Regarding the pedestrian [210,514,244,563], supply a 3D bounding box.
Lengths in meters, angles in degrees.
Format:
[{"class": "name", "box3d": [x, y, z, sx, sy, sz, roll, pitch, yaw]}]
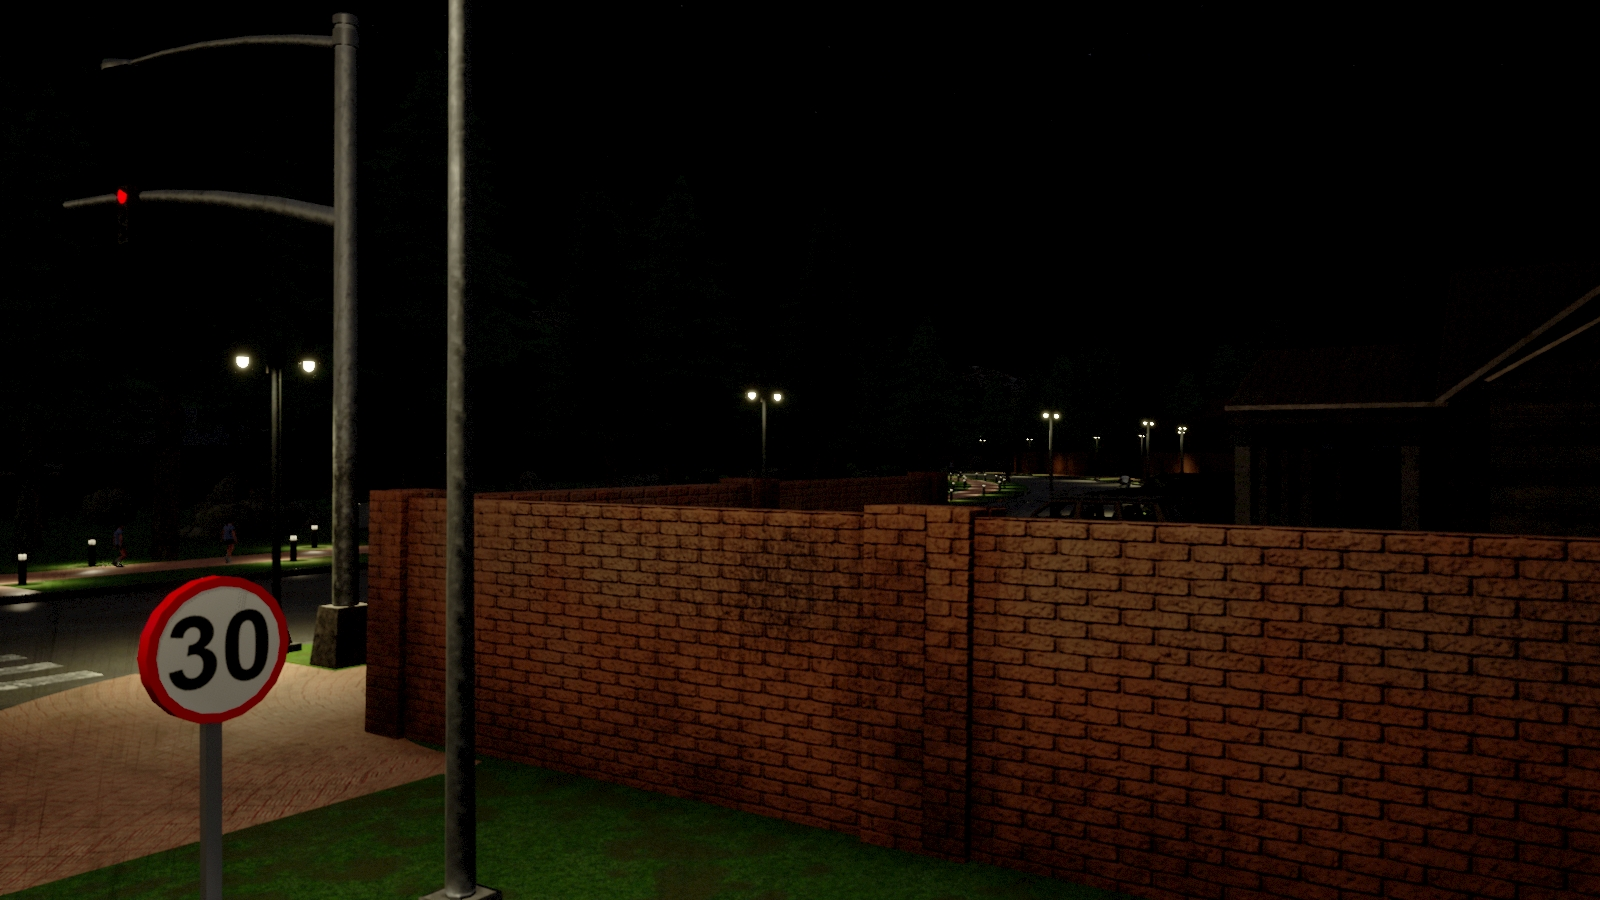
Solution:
[{"class": "pedestrian", "box3d": [-13.354, 2.052, 26.616, 0.500, 1.100, 0.500, 0, 0, 19]}]

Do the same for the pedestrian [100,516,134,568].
[{"class": "pedestrian", "box3d": [-15.283, 2.052, 25.557, 0.500, 1.100, 0.500, 0, 0, 36]}]

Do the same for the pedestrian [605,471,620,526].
[{"class": "pedestrian", "box3d": [-6.502, 1.670, 39.596, 0.375, 1.860, 0.375, 0, 0, 35]}]
